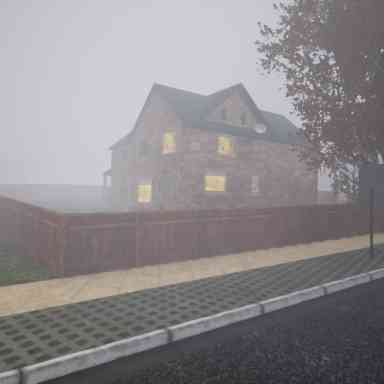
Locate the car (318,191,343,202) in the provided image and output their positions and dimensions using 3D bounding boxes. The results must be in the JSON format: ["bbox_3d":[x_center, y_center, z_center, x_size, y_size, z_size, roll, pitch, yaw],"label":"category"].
[{"bbox_3d":[19.100,0.587,45.997,1.994,1.385,4.181,1,2,-4],"label":"car"}]
